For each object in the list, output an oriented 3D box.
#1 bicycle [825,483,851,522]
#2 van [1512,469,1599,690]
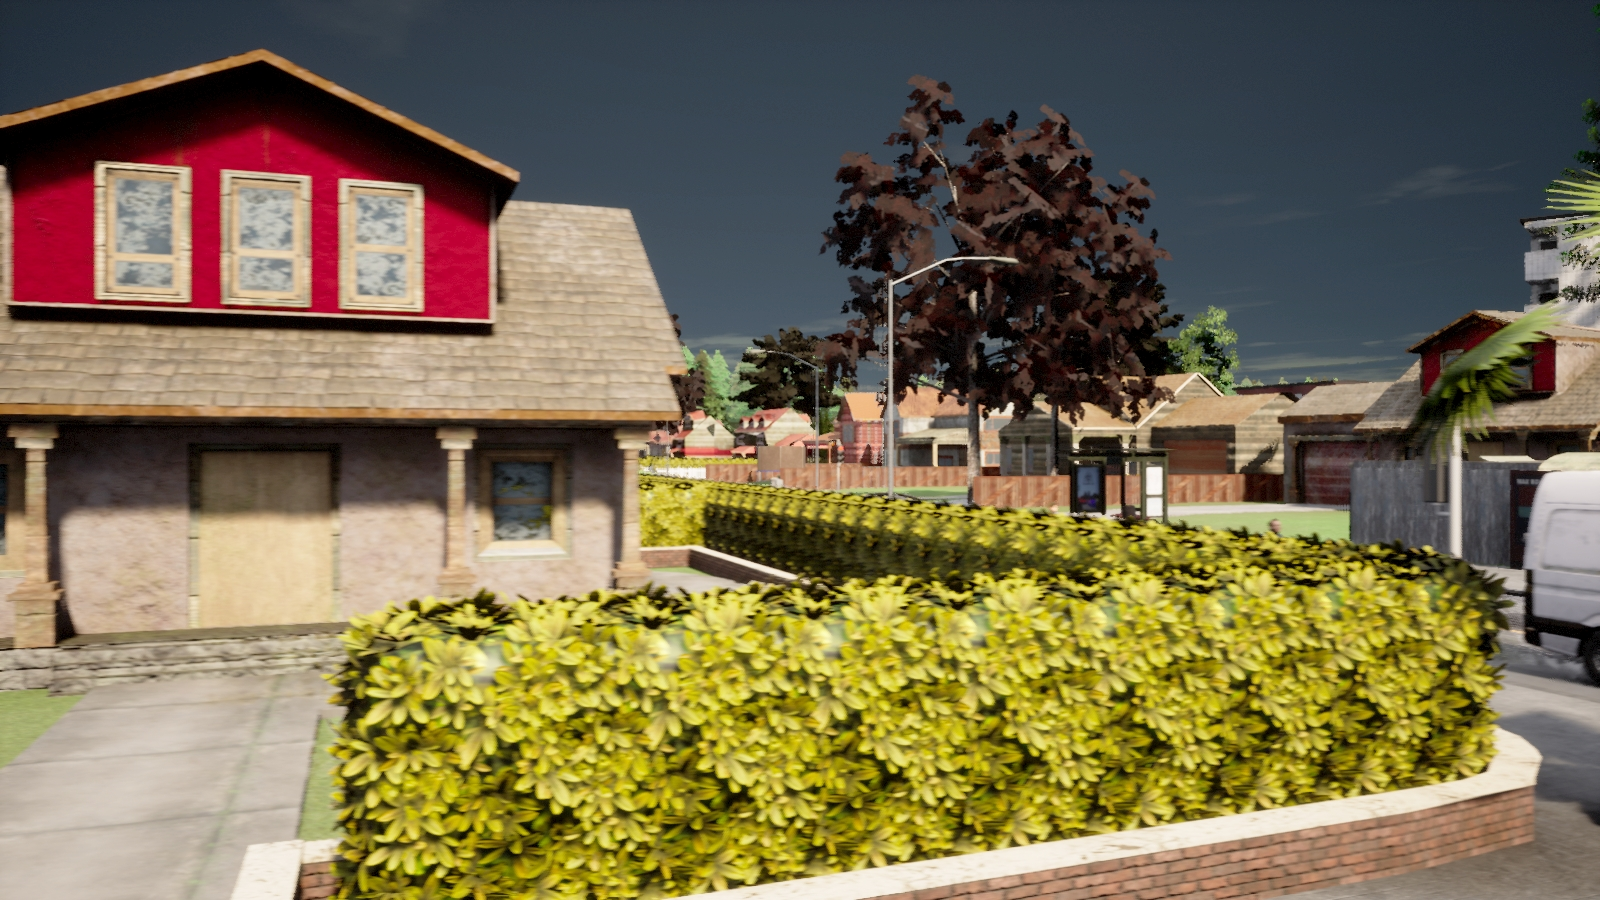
[{"bbox_3d":[1.501,2.061,45.325,0.329,1.471,1.835,0,0,-20],"label":"bicycle"},{"bbox_3d":[11.026,1.534,12.055,1.988,2.561,5.915,0,0,-22],"label":"van"}]
